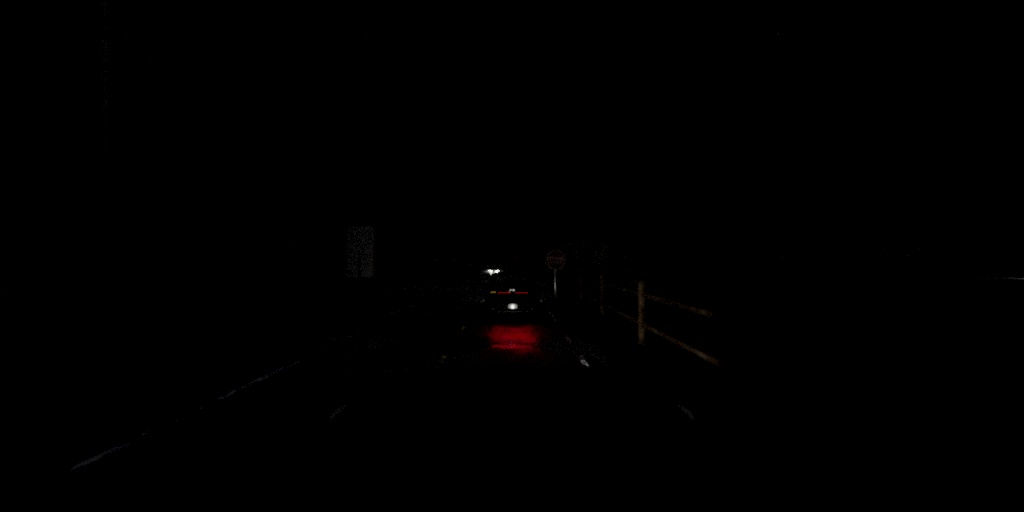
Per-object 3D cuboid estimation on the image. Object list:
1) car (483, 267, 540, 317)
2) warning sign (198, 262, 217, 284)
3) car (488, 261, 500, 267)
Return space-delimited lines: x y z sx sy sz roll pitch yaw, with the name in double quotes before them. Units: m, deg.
"car" -0.031 1.324 13.481 1.837 1.490 4.892 0 0 -1
"warning sign" -25.793 1.395 30.511 1.060 1.860 1.300 0 0 -1
"car" -3.061 1.636 62.501 2.128 1.511 4.902 0 0 -1
